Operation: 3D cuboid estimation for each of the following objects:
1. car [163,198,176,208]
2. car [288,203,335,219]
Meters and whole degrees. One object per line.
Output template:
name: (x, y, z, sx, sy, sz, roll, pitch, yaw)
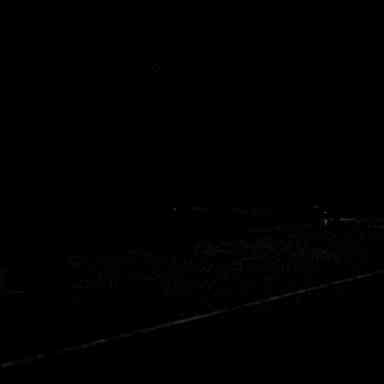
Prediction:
car: (-3.250, 1.647, 52.604, 2.097, 1.767, 4.553, 1, 0, -38)
car: (11.798, 1.883, 33.205, 1.812, 1.442, 4.674, 1, 1, -38)
